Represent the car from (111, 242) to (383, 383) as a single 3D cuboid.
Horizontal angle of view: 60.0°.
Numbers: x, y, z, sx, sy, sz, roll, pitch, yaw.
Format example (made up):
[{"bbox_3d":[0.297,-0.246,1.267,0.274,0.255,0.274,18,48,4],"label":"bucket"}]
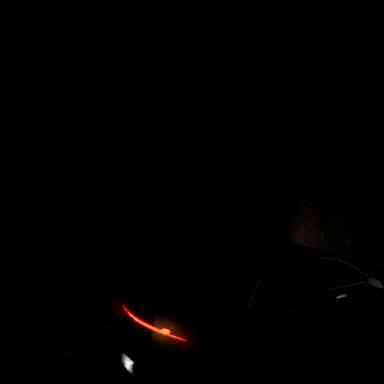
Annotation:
[{"bbox_3d":[1.313,1.506,4.815,4.892,1.490,1.837,0,0,-35],"label":"car"}]
